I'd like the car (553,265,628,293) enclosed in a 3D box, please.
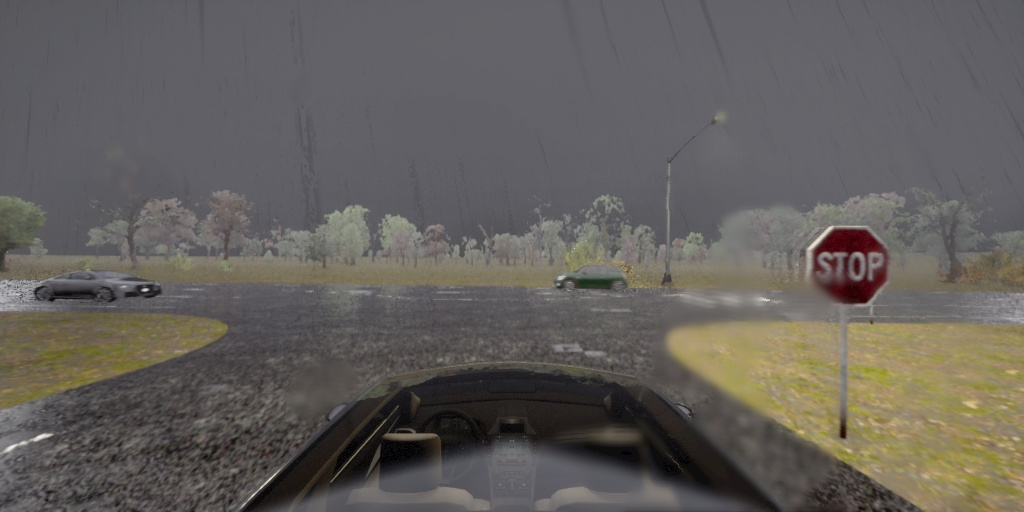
[{"bbox_3d":[4.975,1.354,23.026,4.553,1.767,2.097,1,0,0],"label":"car"}]

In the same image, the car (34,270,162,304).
[{"bbox_3d":[-18.555,1.324,16.203,4.181,1.385,1.994,1,0,0],"label":"car"}]
